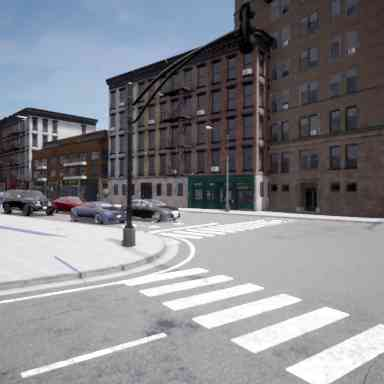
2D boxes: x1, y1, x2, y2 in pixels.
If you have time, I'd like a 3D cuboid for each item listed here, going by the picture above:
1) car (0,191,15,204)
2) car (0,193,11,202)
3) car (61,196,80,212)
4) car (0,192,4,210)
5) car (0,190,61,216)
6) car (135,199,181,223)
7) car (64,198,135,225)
[{"bbox_3d":[-27.668,0.795,48.176,4.553,1.767,2.097,1,0,41],"label":"car"},{"bbox_3d":[-33.231,0.908,57.549,4.674,1.442,1.812,1,0,43],"label":"car"},{"bbox_3d":[-10.448,1.139,29.236,5.008,1.535,1.882,1,0,39],"label":"car"},{"bbox_3d":[-21.199,0.880,33.816,4.553,1.767,2.097,1,0,40],"label":"car"},{"bbox_3d":[-13.587,0.848,27.579,5.566,2.045,2.150,1,0,39],"label":"car"},{"bbox_3d":[-2.994,1.258,23.419,4.902,1.511,2.128,1,0,38],"label":"car"},{"bbox_3d":[-6.075,1.294,21.692,4.181,1.385,1.994,1,0,37],"label":"car"}]
